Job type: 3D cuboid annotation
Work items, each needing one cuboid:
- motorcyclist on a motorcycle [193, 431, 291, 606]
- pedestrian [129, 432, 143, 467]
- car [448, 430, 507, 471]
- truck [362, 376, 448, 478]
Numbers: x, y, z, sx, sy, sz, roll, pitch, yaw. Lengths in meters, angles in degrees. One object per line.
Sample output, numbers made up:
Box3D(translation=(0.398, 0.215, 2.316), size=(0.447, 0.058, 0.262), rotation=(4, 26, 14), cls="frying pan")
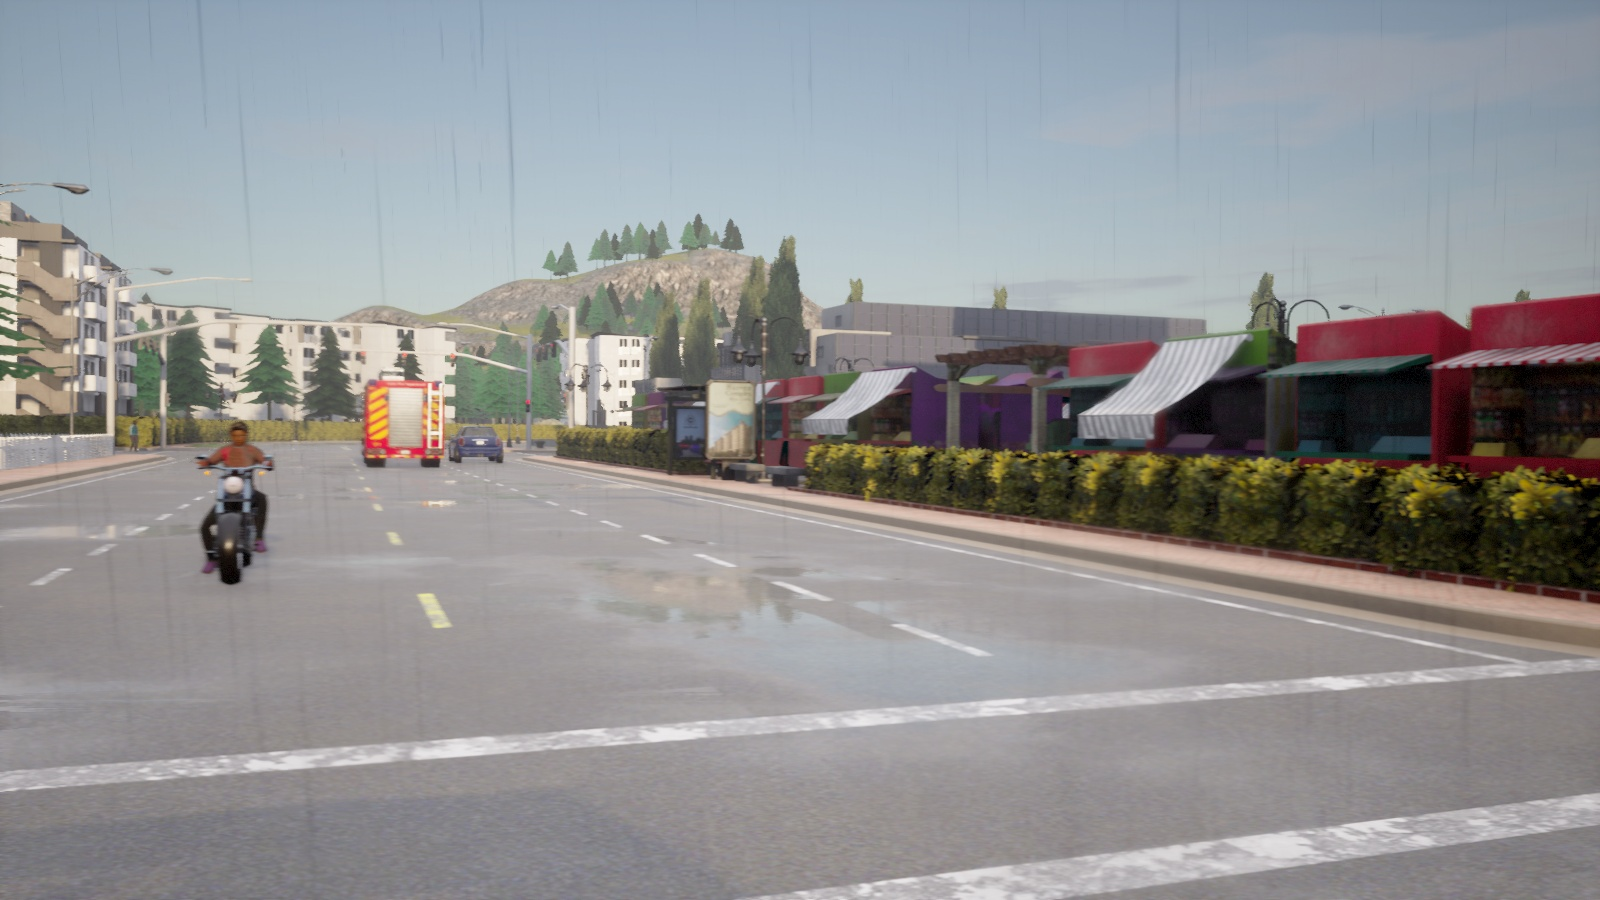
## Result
Box3D(translation=(-5.802, 0.634, 13.166), size=(0.766, 1.649, 2.350), rotation=(-1, 1, -20), cls="motorcyclist on a motorcycle")
Box3D(translation=(-36.490, -0.013, 69.034), size=(0.692, 1.930, 0.396), rotation=(0, 1, 39), cls="pedestrian")
Box3D(translation=(-14.786, -0.005, 57.428), size=(2.097, 1.767, 4.553), rotation=(-1, 1, -20), cls="car")
Box3D(translation=(-16.331, -0.926, 51.494), size=(2.891, 3.827, 8.468), rotation=(-1, 1, -20), cls="truck")
